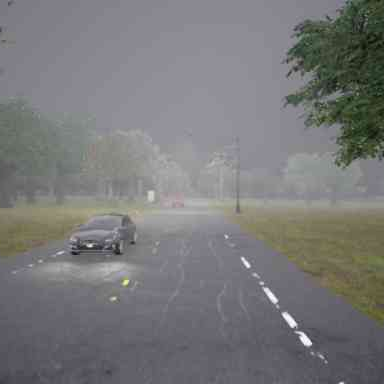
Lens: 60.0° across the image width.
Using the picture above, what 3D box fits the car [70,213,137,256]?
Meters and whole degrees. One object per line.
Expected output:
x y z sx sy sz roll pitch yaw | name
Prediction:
-3.513 1.668 13.970 1.837 1.490 4.892 0 -1 1 | car

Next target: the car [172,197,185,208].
-2.573 1.928 62.823 2.150 2.045 5.566 0 -1 2 | car
